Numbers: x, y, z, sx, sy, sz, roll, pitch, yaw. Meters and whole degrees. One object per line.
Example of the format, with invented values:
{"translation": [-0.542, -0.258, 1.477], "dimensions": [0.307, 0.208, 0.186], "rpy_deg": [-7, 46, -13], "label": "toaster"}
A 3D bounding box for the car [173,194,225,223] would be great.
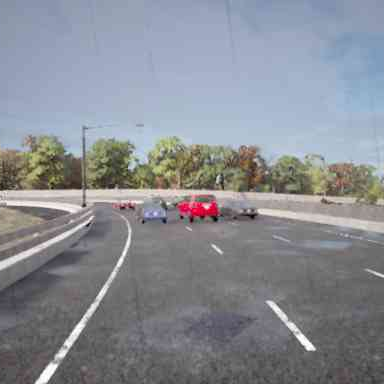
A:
{"translation": [0.383, 1.159, 25.480], "dimensions": [2.150, 2.045, 5.566], "rpy_deg": [-1, 0, -14], "label": "car"}

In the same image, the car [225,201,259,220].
{"translation": [3.610, 1.448, 27.365], "dimensions": [2.033, 1.411, 5.357], "rpy_deg": [-1, 0, -15], "label": "car"}

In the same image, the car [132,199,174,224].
{"translation": [-3.072, 1.526, 25.007], "dimensions": [2.033, 1.411, 5.357], "rpy_deg": [-1, 0, -14], "label": "car"}

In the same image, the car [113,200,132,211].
{"translation": [-8.447, 1.603, 41.020], "dimensions": [1.895, 1.301, 4.718], "rpy_deg": [-1, 0, -23], "label": "car"}

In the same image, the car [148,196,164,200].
{"translation": [-4.649, 1.312, 40.963], "dimensions": [2.097, 1.767, 4.553], "rpy_deg": [-1, 0, -22], "label": "car"}
